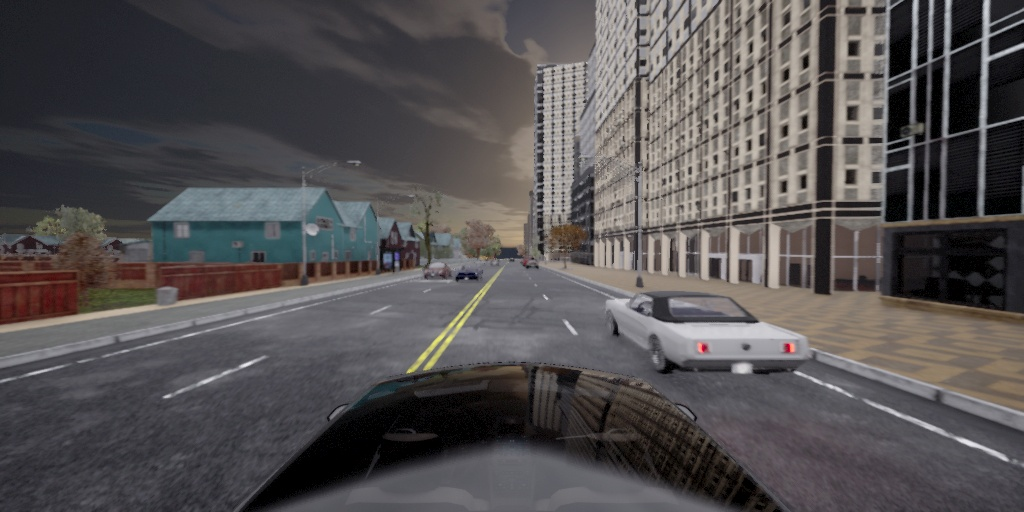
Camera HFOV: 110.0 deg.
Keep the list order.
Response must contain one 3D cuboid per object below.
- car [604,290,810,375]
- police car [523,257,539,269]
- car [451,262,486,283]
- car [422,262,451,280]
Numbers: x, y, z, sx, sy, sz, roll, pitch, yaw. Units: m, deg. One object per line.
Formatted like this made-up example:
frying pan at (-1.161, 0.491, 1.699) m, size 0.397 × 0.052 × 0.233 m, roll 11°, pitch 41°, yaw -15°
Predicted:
car at (3.350, 1.351, 7.431) m, size 1.895 × 1.301 × 4.718 m, roll 0°, pitch 0°, yaw 0°
police car at (3.252, 1.311, 57.624) m, size 2.038 × 1.542 × 4.974 m, roll 0°, pitch 0°, yaw 0°
car at (-3.341, 1.361, 28.567) m, size 1.895 × 1.301 × 4.718 m, roll 0°, pitch 0°, yaw 0°
car at (-6.577, 1.290, 32.163) m, size 1.812 × 1.442 × 4.674 m, roll 0°, pitch 0°, yaw 0°
